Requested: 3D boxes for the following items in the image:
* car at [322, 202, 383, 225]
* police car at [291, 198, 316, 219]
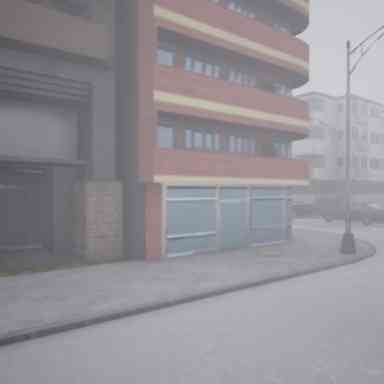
[{"bbox_3d":[11.764,1.449,24.067,1.812,1.442,4.674,-5,3,-35],"label":"car"},{"bbox_3d":[8.220,1.348,29.045,1.930,1.638,5.238,-5,3,-35],"label":"police car"}]
